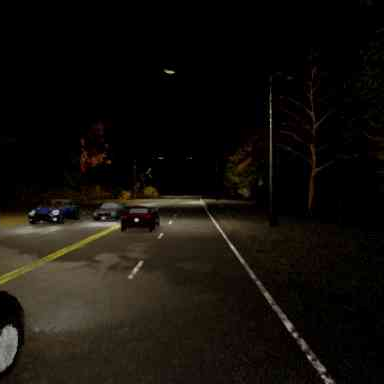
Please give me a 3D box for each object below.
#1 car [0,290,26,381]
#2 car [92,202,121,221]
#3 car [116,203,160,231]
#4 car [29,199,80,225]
[{"bbox_3d":[-3.148,1.507,2.553,1.837,1.490,4.892,0,0,0],"label":"car"},{"bbox_3d":[-6.468,1.528,27.089,2.033,1.411,5.357,0,0,1],"label":"car"},{"bbox_3d":[-3.112,1.550,20.718,1.994,1.385,4.181,0,0,0],"label":"car"},{"bbox_3d":[-9.759,1.338,23.859,2.097,1.767,4.553,0,0,1],"label":"car"}]
